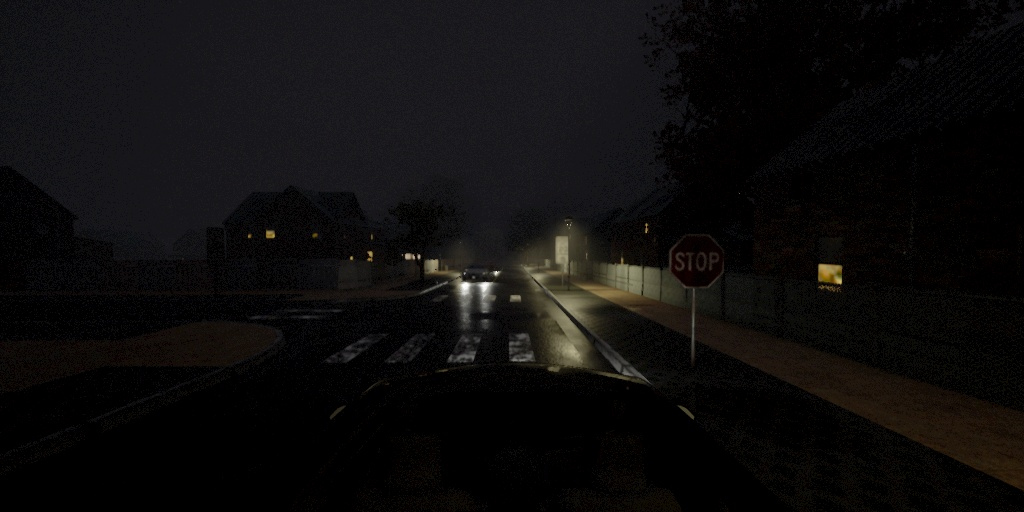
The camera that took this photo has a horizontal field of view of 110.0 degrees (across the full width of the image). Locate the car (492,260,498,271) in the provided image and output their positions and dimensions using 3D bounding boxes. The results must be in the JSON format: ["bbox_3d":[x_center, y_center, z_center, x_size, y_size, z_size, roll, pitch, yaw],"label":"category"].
[{"bbox_3d":[-2.853,1.235,48.101,1.882,1.535,5.008,0,0,0],"label":"car"}]

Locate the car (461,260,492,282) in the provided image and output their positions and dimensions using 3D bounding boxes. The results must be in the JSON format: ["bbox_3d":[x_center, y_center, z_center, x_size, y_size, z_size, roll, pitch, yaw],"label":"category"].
[{"bbox_3d":[-2.808,1.274,28.585,1.812,1.442,4.674,0,0,0],"label":"car"}]
